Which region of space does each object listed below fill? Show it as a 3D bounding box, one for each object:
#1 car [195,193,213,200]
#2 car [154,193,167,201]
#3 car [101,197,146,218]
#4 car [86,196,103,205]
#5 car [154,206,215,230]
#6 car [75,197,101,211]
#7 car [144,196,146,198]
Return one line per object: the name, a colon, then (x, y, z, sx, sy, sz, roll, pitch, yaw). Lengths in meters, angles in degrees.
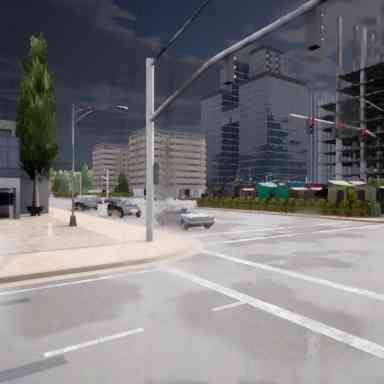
car: (3.221, 1.156, 62.389, 3.866, 1.878, 1.905, 0, 0, -34)
car: (-7.811, 1.156, 78.618, 3.866, 1.878, 1.905, 0, 0, -34)
car: (-6.171, 1.491, 29.900, 2.128, 1.511, 4.902, 0, 0, -33)
car: (-18.306, 1.564, 62.201, 1.994, 1.385, 4.181, 0, 0, -33)
car: (-0.563, 1.601, 21.138, 1.895, 1.301, 4.718, 0, 0, -33)
car: (-12.799, 1.506, 40.274, 1.837, 1.490, 4.892, 0, 0, -33)
car: (-9.389, 1.153, 81.045, 4.605, 1.855, 1.932, 0, 0, -34)
